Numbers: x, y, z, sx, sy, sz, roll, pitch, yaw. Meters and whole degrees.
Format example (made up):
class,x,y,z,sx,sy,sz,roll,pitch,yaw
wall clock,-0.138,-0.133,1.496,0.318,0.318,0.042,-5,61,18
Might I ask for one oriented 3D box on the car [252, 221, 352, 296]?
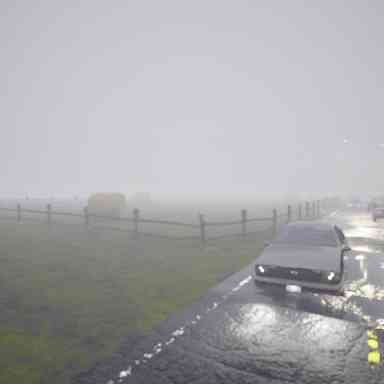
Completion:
class,x,y,z,sx,sy,sz,roll,pitch,yaw
car,3.235,1.540,9.030,2.033,1.411,5.357,0,0,27

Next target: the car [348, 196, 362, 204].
class,x,y,z,sx,sy,sz,roll,pitch,yaw
car,28.784,1.406,58.757,1.837,1.490,4.892,0,0,27

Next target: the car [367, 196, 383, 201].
class,x,y,z,sx,sy,sz,roll,pitch,yaw
car,21.951,1.280,39.309,2.097,1.767,4.553,0,0,28

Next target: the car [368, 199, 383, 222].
class,x,y,z,sx,sy,sz,roll,pitch,yaw
car,14.988,1.500,25.684,2.033,1.411,5.357,0,0,28
